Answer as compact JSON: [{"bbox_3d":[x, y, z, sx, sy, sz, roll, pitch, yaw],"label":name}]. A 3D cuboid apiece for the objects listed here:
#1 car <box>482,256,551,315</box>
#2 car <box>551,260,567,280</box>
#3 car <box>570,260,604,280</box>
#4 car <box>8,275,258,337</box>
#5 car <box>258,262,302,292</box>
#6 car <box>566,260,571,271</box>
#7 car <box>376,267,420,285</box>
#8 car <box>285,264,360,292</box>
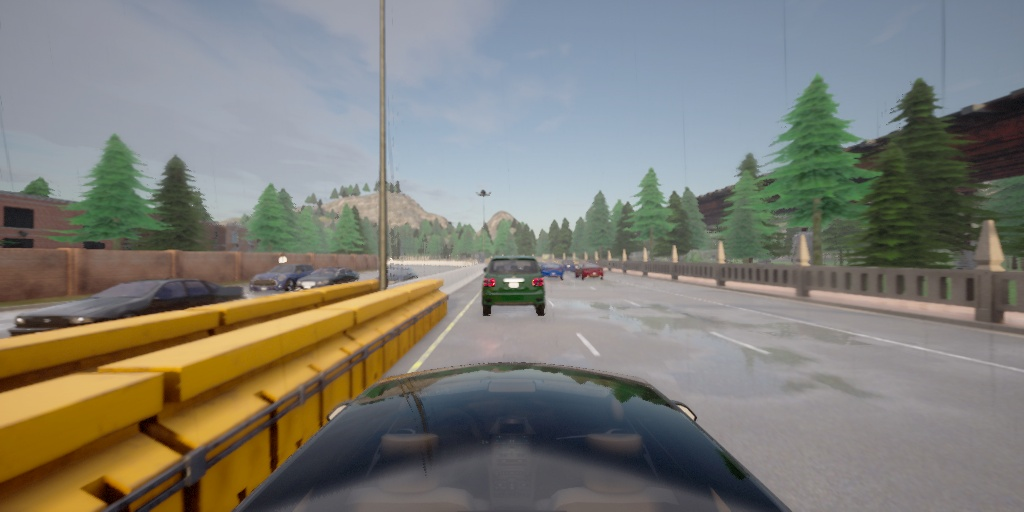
[{"bbox_3d":[0.046,1.023,13.943,2.150,2.045,5.566,0,-1,0],"label":"car"},{"bbox_3d":[3.443,1.343,32.472,1.882,1.535,5.008,0,0,0],"label":"car"},{"bbox_3d":[6.881,1.323,32.454,1.882,1.535,5.008,0,0,0],"label":"car"},{"bbox_3d":[-10.633,1.398,10.774,2.033,1.411,5.357,0,0,0],"label":"car"},{"bbox_3d":[-14.101,1.286,22.611,2.097,1.767,4.553,0,0,0],"label":"car"},{"bbox_3d":[6.792,1.253,45.107,2.097,1.767,4.553,0,0,0],"label":"car"},{"bbox_3d":[-7.100,1.419,22.580,1.812,1.442,4.674,0,0,0],"label":"car"},{"bbox_3d":[-10.676,1.388,21.174,2.128,1.511,4.902,0,0,0],"label":"car"}]
